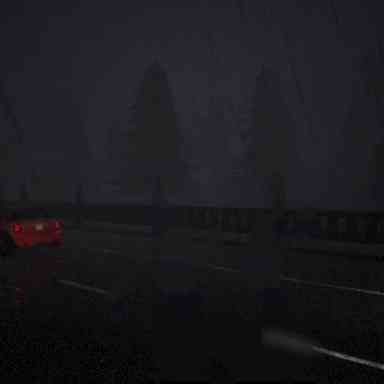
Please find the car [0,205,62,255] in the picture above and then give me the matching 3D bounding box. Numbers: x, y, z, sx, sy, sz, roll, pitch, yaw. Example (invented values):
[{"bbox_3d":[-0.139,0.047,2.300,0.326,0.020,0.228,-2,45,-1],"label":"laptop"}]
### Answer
[{"bbox_3d":[-7.334,1.312,13.348,4.553,1.767,2.097,0,0,34],"label":"car"}]
